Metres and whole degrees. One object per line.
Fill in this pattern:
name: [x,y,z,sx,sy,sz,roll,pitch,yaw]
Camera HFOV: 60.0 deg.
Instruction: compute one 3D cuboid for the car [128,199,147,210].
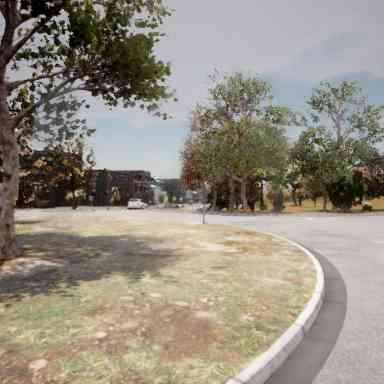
car: [-9.425,2.324,57.986,2.150,2.045,5.566,0,-4,8]
